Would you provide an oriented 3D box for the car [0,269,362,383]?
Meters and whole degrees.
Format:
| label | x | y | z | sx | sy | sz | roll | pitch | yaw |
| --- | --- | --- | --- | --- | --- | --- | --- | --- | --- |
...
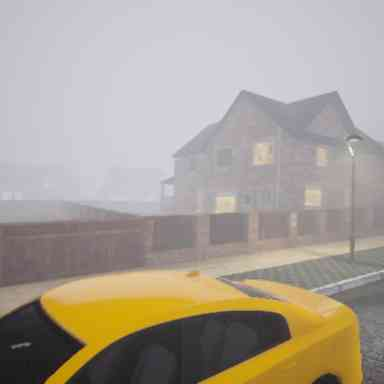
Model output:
| label | x | y | z | sx | sy | sz | roll | pitch | yaw |
| --- | --- | --- | --- | --- | --- | --- | --- | --- | --- |
| car | -0.656 | 1.484 | 2.602 | 5.008 | 1.535 | 1.882 | 1 | 0 | -36 |
